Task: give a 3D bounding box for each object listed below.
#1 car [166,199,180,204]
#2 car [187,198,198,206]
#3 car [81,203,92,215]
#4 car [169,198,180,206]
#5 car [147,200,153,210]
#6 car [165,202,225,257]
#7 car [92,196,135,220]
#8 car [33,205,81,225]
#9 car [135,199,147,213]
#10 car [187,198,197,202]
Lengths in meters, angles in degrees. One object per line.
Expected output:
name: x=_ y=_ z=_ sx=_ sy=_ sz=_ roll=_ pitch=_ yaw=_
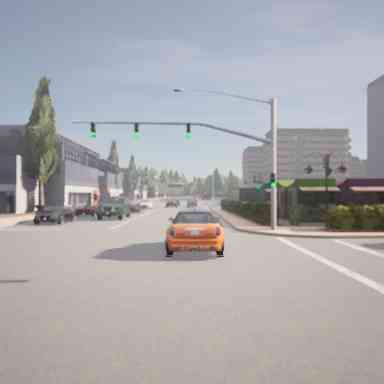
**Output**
car: x=-3.484 y=1.920 z=57.336 sx=1.812 sy=1.442 sz=4.674 roll=0 pitch=0 yaw=0
car: x=0.019 y=1.947 z=67.292 sx=2.128 sy=1.511 sz=4.902 roll=0 pitch=0 yaw=0
car: x=-10.575 y=1.840 z=34.683 sx=1.895 sy=1.301 sz=4.718 roll=0 pitch=0 yaw=0
car: x=-3.481 y=2.026 z=67.290 sx=1.994 sy=1.385 sz=4.181 roll=0 pitch=0 yaw=0
car: x=-6.985 y=1.873 z=50.477 sx=1.812 sy=1.442 sz=4.674 roll=0 pitch=0 yaw=0
car: x=0.104 y=1.446 z=13.588 sx=2.097 sy=1.767 sz=4.553 roll=0 pitch=0 yaw=0
car: x=-7.086 y=1.434 z=30.748 sx=2.150 sy=2.045 sz=5.566 roll=0 pitch=0 yaw=1
car: x=-10.590 y=1.744 z=25.922 sx=1.994 sy=1.385 sz=4.181 roll=0 pitch=0 yaw=0
car: x=-7.060 y=1.841 z=40.151 sx=1.994 sy=1.385 sz=4.181 roll=0 pitch=0 yaw=0
car: x=0.016 y=1.939 z=57.016 sx=2.033 sy=1.411 sz=5.357 roll=0 pitch=0 yaw=0
